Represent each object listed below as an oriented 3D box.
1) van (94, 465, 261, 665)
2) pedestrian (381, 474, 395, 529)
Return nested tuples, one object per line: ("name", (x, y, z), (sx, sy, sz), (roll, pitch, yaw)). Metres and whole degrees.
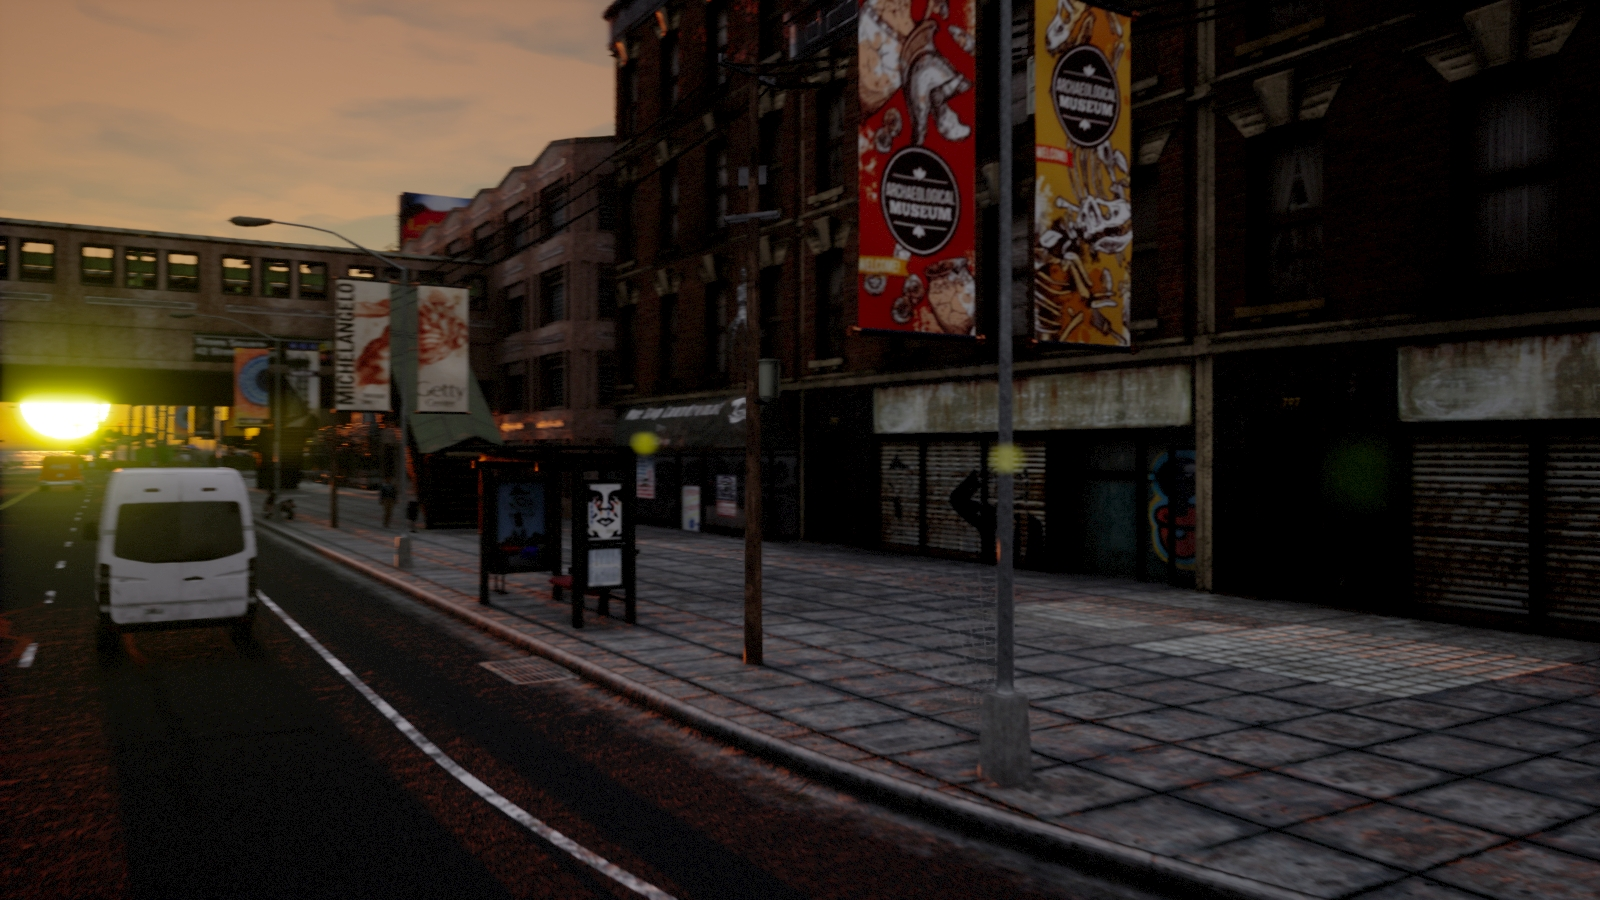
("van", (-9.981, 1.550, 18.062), (1.988, 2.561, 5.915), (0, 0, -32))
("pedestrian", (-13.992, 1.738, 38.790), (0.375, 1.860, 0.375), (0, 0, -33))
